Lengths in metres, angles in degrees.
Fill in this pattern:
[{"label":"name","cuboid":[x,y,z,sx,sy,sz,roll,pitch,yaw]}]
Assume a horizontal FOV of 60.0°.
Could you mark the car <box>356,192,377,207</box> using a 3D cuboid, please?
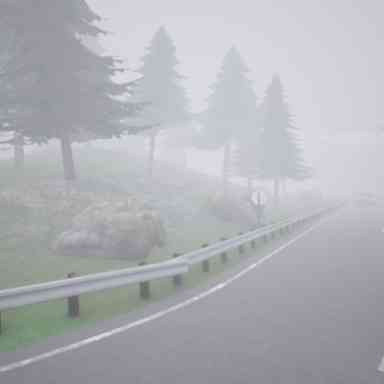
[{"label":"car","cuboid":[20.838,0.821,39.666,2.097,1.767,4.553,0,1,30]}]
